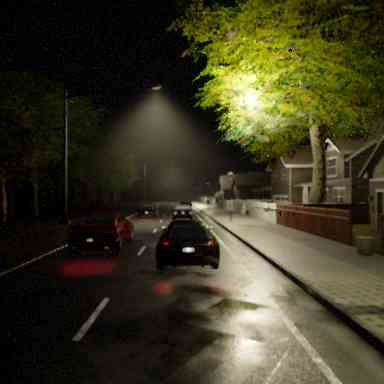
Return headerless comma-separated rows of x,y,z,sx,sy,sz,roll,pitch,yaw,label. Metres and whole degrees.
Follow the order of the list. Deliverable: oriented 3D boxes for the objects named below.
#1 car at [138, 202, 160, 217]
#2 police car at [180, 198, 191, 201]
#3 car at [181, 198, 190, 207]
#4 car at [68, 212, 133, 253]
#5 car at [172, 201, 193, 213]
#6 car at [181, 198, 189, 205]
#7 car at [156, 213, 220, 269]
-4.538,1.798,35.119,1.837,1.490,4.892,0,-1,-2,car
-0.923,1.901,56.302,1.930,1.638,5.238,0,0,-2,police car
-1.323,2.008,66.372,1.801,1.575,5.366,0,0,-2,car
-3.746,1.598,14.405,1.882,1.535,5.008,0,0,-2,car
-0.828,1.793,29.901,2.033,1.411,5.357,0,0,-2,car
-1.553,2.094,72.177,1.837,1.490,4.892,0,0,-2,car
-0.160,1.658,11.618,1.994,1.385,4.181,0,0,-2,car
